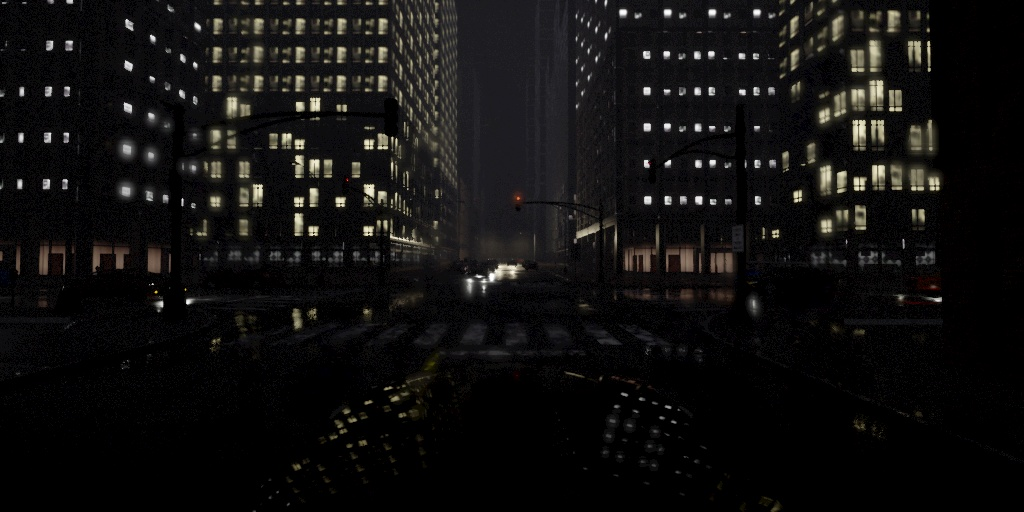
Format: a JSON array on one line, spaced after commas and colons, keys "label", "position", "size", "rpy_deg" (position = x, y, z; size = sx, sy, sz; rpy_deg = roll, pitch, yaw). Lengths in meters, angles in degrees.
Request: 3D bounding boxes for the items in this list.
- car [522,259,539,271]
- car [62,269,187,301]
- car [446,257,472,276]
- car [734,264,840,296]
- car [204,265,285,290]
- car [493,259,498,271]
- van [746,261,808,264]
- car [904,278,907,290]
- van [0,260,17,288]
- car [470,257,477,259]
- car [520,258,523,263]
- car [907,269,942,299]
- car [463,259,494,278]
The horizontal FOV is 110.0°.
[{"label": "car", "position": [2.687, 1.350, 48.755], "size": [1.802, 1.307, 4.207], "rpy_deg": [0, 0, 0]}, {"label": "car", "position": [-17.490, 1.264, 16.326], "size": [4.181, 1.385, 1.994], "rpy_deg": [0, -1, -1]}, {"label": "car", "position": [-5.692, 1.203, 37.542], "size": [1.967, 1.591, 4.097], "rpy_deg": [0, 0, 0]}, {"label": "car", "position": [14.872, 1.321, 19.461], "size": [4.892, 1.490, 1.837], "rpy_deg": [0, -1, 0]}, {"label": "car", "position": [-16.494, 1.255, 22.105], "size": [4.097, 1.591, 1.967], "rpy_deg": [0, 0, 0]}, {"label": "car", "position": [-3.102, 1.367, 44.372], "size": [1.895, 1.301, 4.718], "rpy_deg": [0, 0, 0]}, {"label": "van", "position": [15.980, 1.210, 22.033], "size": [3.998, 1.789, 1.690], "rpy_deg": [0, 0, 0]}, {"label": "car", "position": [24.352, 1.313, 19.437], "size": [5.008, 1.535, 1.882], "rpy_deg": [0, -1, 0]}, {"label": "van", "position": [-33.439, 1.132, 22.141], "size": [3.998, 1.789, 1.690], "rpy_deg": [0, 0, 0]}, {"label": "car", "position": [-5.693, 1.082, 48.692], "size": [2.192, 1.841, 5.009], "rpy_deg": [0, 0, 0]}, {"label": "car", "position": [2.687, 1.298, 60.080], "size": [1.751, 1.417, 4.829], "rpy_deg": [0, 0, 0]}, {"label": "car", "position": [21.557, 1.245, 16.248], "size": [5.008, 1.535, 1.882], "rpy_deg": [0, -1, 0]}, {"label": "car", "position": [-3.104, 1.310, 34.462], "size": [2.033, 1.411, 5.357], "rpy_deg": [0, 0, 0]}]
